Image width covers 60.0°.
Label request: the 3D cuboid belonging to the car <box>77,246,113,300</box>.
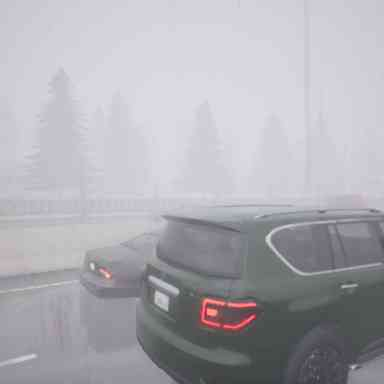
[{"bbox_3d":[0.162,1.524,7.901,5.357,1.411,2.033,0,0,-32],"label":"car"}]

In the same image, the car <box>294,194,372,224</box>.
[{"bbox_3d":[10.688,1.186,25.217,5.566,2.045,2.150,0,0,-22],"label":"car"}]

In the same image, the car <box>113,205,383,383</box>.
[{"bbox_3d":[1.949,1.213,4.857,5.566,2.045,2.150,0,0,-32],"label":"car"}]
